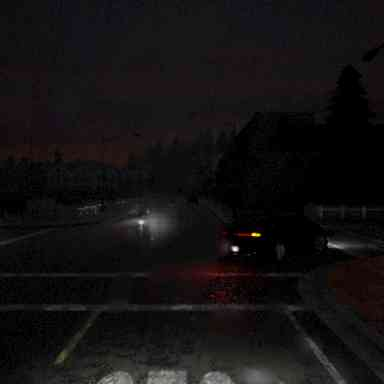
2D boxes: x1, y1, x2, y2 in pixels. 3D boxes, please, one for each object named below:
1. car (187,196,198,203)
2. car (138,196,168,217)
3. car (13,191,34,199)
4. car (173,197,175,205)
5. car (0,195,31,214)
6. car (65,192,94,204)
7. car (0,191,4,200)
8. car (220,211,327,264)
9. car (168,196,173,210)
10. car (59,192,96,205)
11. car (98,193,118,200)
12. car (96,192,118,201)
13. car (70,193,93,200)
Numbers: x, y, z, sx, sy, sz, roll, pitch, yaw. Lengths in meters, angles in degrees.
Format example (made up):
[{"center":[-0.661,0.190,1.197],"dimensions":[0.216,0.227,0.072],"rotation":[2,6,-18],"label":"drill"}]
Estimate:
[{"center":[0.097,1.339,60.905],"dimensions":[1.895,1.301,4.718],"rotation":[0,0,0],"label":"car"},{"center":[-3.604,1.363,29.782],"dimensions":[2.128,1.511,4.902],"rotation":[0,0,0],"label":"car"},{"center":[-35.053,0.821,68.242],"dimensions":[4.605,1.855,1.932],"rotation":[0,0,0],"label":"car"},{"center":[-3.579,1.325,51.903],"dimensions":[2.033,1.411,5.357],"rotation":[0,0,0],"label":"car"},{"center":[-17.388,1.257,30.824],"dimensions":[3.633,1.501,1.845],"rotation":[0,0,0],"label":"car"},{"center":[-17.666,0.868,52.312],"dimensions":[3.866,1.878,1.905],"rotation":[0,0,0],"label":"car"},{"center":[-42.921,0.786,71.528],"dimensions":[3.866,1.878,1.905],"rotation":[0,0,0],"label":"car"},{"center":[3.011,1.456,11.802],"dimensions":[1.837,1.490,4.892],"rotation":[-4,-3,45],"label":"car"},{"center":[-3.594,1.355,39.648],"dimensions":[1.812,1.442,4.674],"rotation":[0,0,0],"label":"car"},{"center":[-17.254,0.901,49.407],"dimensions":[4.605,1.855,1.932],"rotation":[0,0,0],"label":"car"},{"center":[-17.993,0.941,71.524],"dimensions":[3.806,1.475,1.970],"rotation":[0,0,0],"label":"car"},{"center":[-17.669,0.890,65.107],"dimensions":[5.027,1.636,2.152],"rotation":[0,0,0],"label":"car"},{"center":[-25.043,0.991,75.186],"dimensions":[4.514,1.523,2.007],"rotation":[0,0,0],"label":"car"}]
